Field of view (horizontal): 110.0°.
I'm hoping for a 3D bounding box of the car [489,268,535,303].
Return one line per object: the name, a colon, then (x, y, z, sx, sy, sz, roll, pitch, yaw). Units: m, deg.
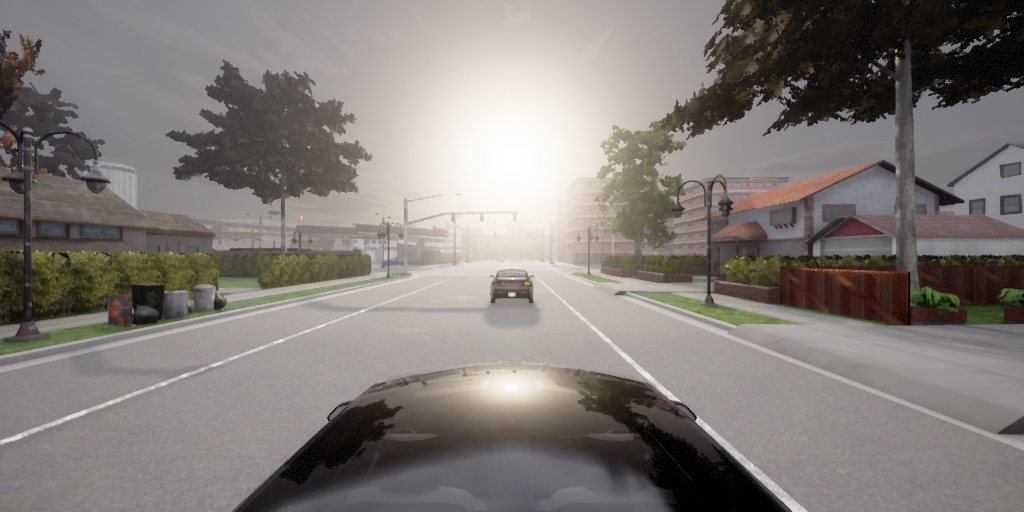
car: (0.000, 1.264, 16.500, 1.837, 1.490, 4.892, 0, 0, 0)
